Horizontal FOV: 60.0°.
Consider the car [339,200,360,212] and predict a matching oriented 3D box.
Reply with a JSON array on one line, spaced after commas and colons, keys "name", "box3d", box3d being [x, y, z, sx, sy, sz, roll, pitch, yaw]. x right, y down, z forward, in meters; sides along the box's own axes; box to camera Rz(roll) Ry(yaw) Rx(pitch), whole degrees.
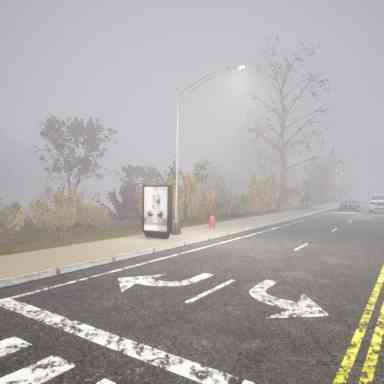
[{"name": "car", "box3d": [18.777, 1.602, 39.625, 1.994, 1.385, 4.181, 0, 0, 31]}]

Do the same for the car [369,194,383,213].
[{"name": "car", "box3d": [21.560, 1.262, 37.946, 2.150, 2.045, 5.566, 0, 0, 31]}]
